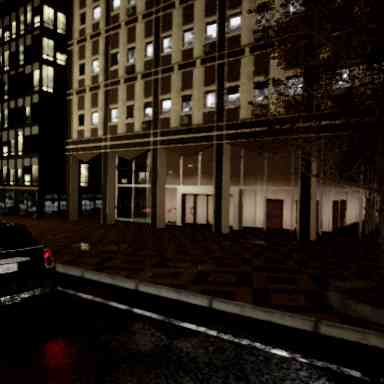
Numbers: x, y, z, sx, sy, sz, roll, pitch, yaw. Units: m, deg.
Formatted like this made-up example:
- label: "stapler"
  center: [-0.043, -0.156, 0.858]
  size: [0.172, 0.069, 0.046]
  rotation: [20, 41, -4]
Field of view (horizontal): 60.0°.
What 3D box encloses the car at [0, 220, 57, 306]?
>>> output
- label: "car"
  center: [-4.953, 1.366, 7.103]
  size: [4.553, 1.767, 2.097]
  rotation: [0, 0, 36]
